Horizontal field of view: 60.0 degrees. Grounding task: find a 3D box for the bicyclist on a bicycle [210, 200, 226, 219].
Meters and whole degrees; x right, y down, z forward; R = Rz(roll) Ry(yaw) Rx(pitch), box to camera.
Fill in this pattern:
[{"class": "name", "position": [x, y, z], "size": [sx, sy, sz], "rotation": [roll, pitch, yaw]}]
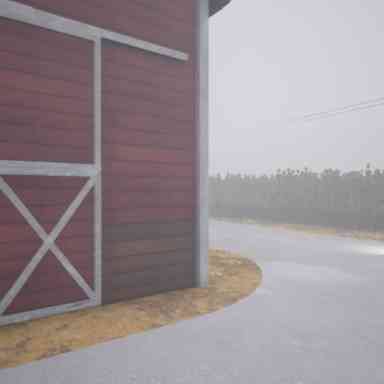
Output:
[{"class": "bicyclist on a bicycle", "position": [2.128, 1.469, 27.483], "size": [1.656, 1.620, 0.582], "rotation": [1, 0, -32]}]
